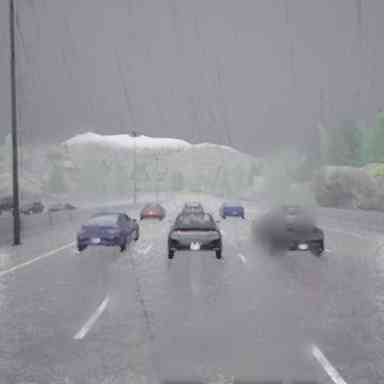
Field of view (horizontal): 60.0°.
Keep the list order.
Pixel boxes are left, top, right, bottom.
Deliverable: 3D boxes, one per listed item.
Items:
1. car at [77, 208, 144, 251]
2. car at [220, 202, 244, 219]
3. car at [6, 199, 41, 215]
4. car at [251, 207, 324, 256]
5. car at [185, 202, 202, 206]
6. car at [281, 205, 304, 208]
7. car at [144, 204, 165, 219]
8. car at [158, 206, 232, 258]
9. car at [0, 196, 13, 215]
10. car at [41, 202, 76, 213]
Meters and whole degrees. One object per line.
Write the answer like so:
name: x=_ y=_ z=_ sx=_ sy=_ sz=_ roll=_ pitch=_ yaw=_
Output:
car: x=-3.403 y=1.557 z=14.068 sx=1.812 sy=1.442 sz=4.674 roll=0 pitch=0 yaw=0
car: x=3.594 y=1.648 z=30.603 sx=1.882 sy=1.535 sz=5.008 roll=0 pitch=-1 yaw=0
car: x=-17.597 y=1.743 z=36.044 sx=1.837 sy=1.490 sz=4.892 roll=0 pitch=-1 yaw=0
car: x=3.597 y=1.532 z=13.169 sx=1.837 sy=1.490 sz=4.892 roll=0 pitch=0 yaw=0
car: x=0.094 y=1.644 z=29.074 sx=2.128 sy=1.511 sz=4.902 roll=0 pitch=-1 yaw=0
car: x=7.095 y=1.649 z=23.896 sx=2.033 sy=1.411 sz=5.357 roll=0 pitch=-1 yaw=0
car: x=-3.406 y=1.723 z=29.712 sx=1.994 sy=1.385 sz=4.181 roll=0 pitch=-1 yaw=0
car: x=0.097 y=1.517 z=12.789 sx=2.128 sy=1.511 sz=4.902 roll=0 pitch=0 yaw=0
car: x=-21.098 y=1.470 z=36.602 sx=2.150 sy=2.045 sz=5.566 roll=0 pitch=-1 yaw=0
car: x=-14.098 y=1.802 z=35.977 sx=1.994 sy=1.385 sz=4.181 roll=0 pitch=-1 yaw=0
